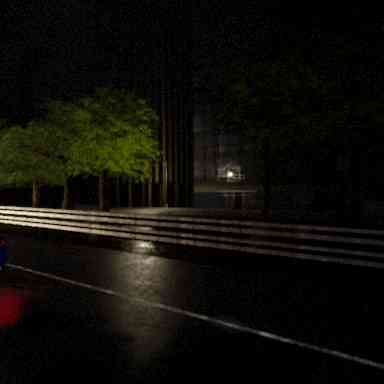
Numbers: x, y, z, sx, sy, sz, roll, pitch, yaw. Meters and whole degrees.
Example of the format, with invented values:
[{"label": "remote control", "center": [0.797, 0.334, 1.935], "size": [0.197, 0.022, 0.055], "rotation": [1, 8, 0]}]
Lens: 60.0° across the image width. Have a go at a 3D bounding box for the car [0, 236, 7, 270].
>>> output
[{"label": "car", "center": [-6.931, 1.395, 8.930], "size": [5.008, 1.535, 1.882], "rotation": [0, 0, 35]}]
